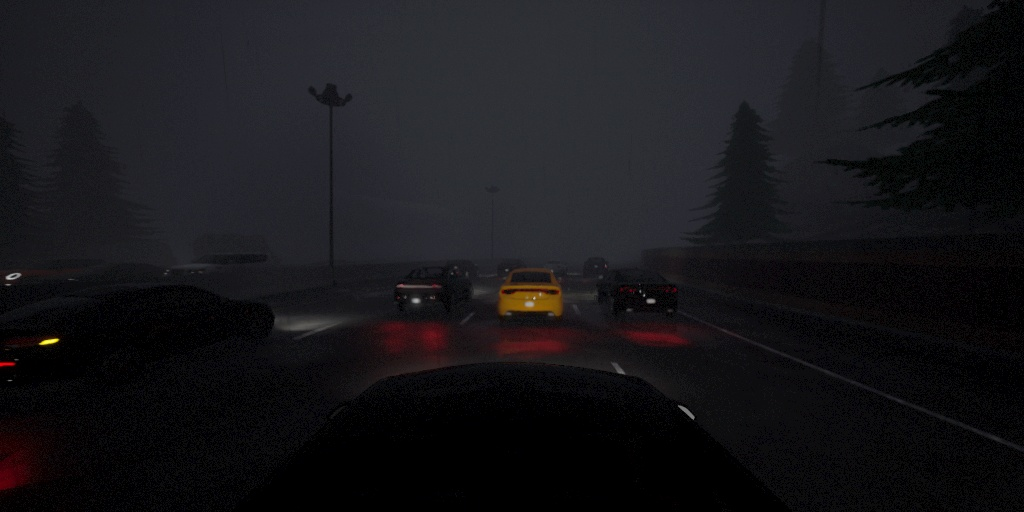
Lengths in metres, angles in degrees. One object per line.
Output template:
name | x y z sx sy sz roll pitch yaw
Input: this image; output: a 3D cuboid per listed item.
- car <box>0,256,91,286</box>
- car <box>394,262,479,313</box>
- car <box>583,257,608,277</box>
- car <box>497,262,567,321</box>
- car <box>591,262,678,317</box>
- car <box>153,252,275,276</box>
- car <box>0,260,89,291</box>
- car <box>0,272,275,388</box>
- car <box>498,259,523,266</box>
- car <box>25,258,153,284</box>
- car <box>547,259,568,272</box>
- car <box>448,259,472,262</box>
car | -23.479 0.905 18.429 2.097 1.767 4.553 0 1 6
car | -2.718 1.133 13.356 2.128 1.511 4.902 0 0 5
car | 7.384 0.856 31.451 2.097 1.767 4.553 0 1 13
car | 0.683 1.137 12.173 1.882 1.535 5.008 0 1 5
car | 4.252 1.138 12.878 1.882 1.535 5.008 0 1 5
car | -16.220 0.778 20.371 2.150 2.045 5.566 0 0 8
car | -26.903 1.030 19.363 2.128 1.511 4.902 0 0 7
car | -6.689 1.218 6.686 1.812 1.442 4.674 0 1 2
car | 0.132 0.969 31.196 1.882 1.535 5.008 0 1 13
car | -20.006 1.042 18.075 1.882 1.535 5.008 0 0 6
car | 3.849 1.019 31.768 1.812 1.442 4.674 0 1 13
car | -4.009 1.010 28.610 1.837 1.490 4.892 0 0 11
